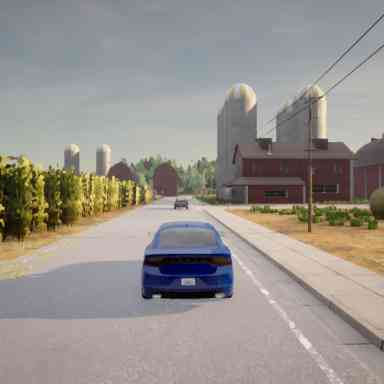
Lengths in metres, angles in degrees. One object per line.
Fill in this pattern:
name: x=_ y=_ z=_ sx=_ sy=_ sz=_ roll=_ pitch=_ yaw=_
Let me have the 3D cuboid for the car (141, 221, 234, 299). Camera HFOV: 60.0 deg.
car: x=-0.141 y=1.478 z=8.510 sx=1.882 sy=1.535 sz=5.008 roll=0 pitch=0 yaw=-2

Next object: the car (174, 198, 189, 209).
car: x=-1.441 y=1.489 z=44.273 sx=2.128 sy=1.511 sz=4.902 roll=0 pitch=0 yaw=-2
